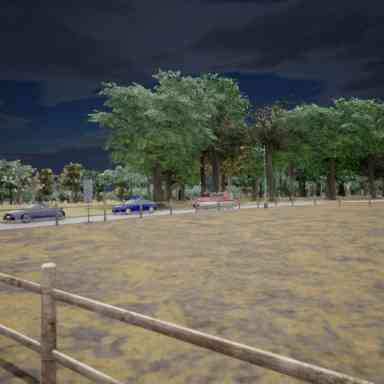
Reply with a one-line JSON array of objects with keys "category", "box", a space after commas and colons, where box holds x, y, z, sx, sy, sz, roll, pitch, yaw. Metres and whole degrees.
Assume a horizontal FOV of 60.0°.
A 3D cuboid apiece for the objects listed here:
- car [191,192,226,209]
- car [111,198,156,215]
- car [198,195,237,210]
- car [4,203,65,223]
[{"category": "car", "box": [2.319, 1.089, 42.505, 2.150, 2.045, 5.566, -2, -1, 45]}, {"category": "car", "box": [-5.760, 1.430, 33.334, 1.882, 1.535, 5.008, -2, -1, 39]}, {"category": "car", "box": [3.278, 1.404, 39.363, 1.895, 1.301, 4.718, -2, -1, 43]}, {"category": "car", "box": [-11.812, 1.569, 25.186, 1.994, 1.385, 4.181, -2, -1, 36]}]
